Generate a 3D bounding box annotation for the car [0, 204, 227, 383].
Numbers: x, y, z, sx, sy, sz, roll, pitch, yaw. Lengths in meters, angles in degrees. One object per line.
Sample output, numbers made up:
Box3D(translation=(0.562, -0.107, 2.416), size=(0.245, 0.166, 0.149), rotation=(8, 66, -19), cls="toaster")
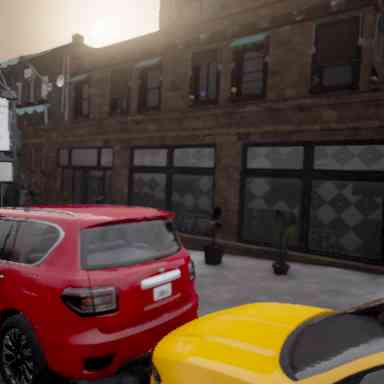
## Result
Box3D(translation=(-2.517, 1.224, 5.327), size=(5.566, 2.045, 2.435), rotation=(0, 0, 35), cls="car")
